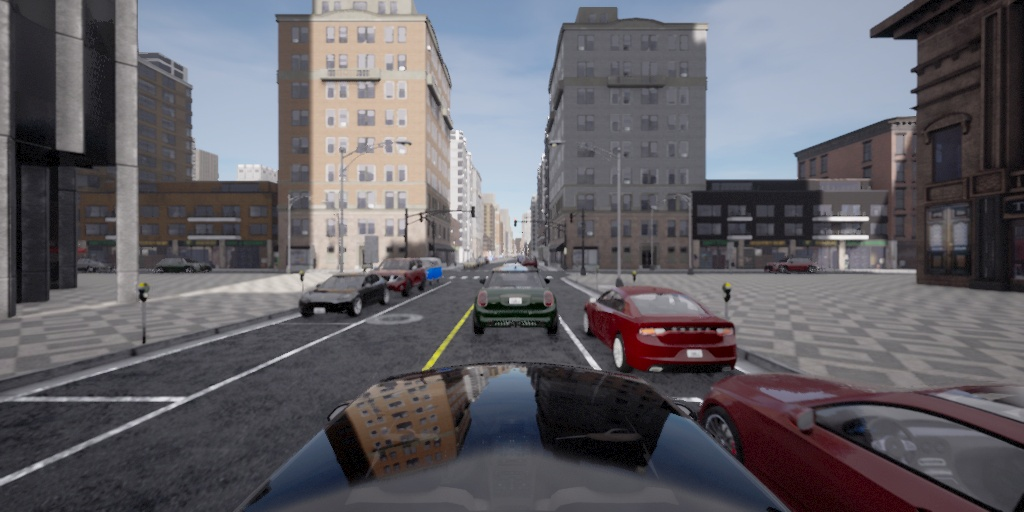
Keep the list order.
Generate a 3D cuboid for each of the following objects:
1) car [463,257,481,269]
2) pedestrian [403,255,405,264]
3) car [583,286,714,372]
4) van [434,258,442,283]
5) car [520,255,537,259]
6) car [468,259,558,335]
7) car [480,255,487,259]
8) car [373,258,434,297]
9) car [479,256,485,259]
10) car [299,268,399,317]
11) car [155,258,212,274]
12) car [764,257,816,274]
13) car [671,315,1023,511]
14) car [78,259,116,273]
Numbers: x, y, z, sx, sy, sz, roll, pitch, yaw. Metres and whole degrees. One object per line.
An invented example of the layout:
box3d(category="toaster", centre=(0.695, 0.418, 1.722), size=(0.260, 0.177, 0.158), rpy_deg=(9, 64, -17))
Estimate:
box3d(category="car", centre=(-5.917, 1.083, 51.244), size=(1.751, 1.417, 4.829), rpy_deg=(0, 0, 0))
box3d(category="pedestrian", centre=(-12.599, 0.740, 42.351), size=(0.375, 1.860, 0.375), rpy_deg=(0, 0, 1))
box3d(category="car", centre=(2.662, 1.280, 7.460), size=(1.888, 1.381, 4.507), rpy_deg=(0, 0, 0))
box3d(category="van", centre=(-5.884, 1.029, 24.396), size=(1.690, 1.789, 3.998), rpy_deg=(0, 0, 0))
box3d(category="car", centre=(2.609, 0.873, 51.397), size=(2.192, 1.841, 5.009), rpy_deg=(0, 0, 0))
box3d(category="car", centre=(0.086, 1.079, 10.612), size=(2.097, 1.767, 4.553), rpy_deg=(0, 0, 0))
box3d(category="car", centre=(-5.930, 1.024, 62.554), size=(1.751, 1.417, 4.829), rpy_deg=(0, 0, 0))
box3d(category="car", centre=(-5.877, 1.020, 18.755), size=(2.192, 1.841, 5.009), rpy_deg=(0, 0, 0))
box3d(category="car", centre=(-5.924, 1.094, 57.069), size=(1.948, 1.339, 4.313), rpy_deg=(0, 0, 0))
box3d(category="car", centre=(-5.870, 1.286, 13.115), size=(1.948, 1.339, 4.313), rpy_deg=(0, 0, 0))
box3d(category="car", centre=(-33.250, 0.972, 36.414), size=(4.553, 1.767, 2.097), rpy_deg=(0, 0, 1))
box3d(category="car", centre=(29.924, 0.975, 38.713), size=(4.553, 1.767, 2.097), rpy_deg=(0, 0, 1))
box3d(category="car", centre=(2.669, 1.332, 1.821), size=(1.802, 1.307, 4.207), rpy_deg=(0, 0, 0))
box3d(category="car", centre=(-46.994, 1.085, 39.746), size=(4.902, 1.511, 2.128), rpy_deg=(0, 0, 1))
